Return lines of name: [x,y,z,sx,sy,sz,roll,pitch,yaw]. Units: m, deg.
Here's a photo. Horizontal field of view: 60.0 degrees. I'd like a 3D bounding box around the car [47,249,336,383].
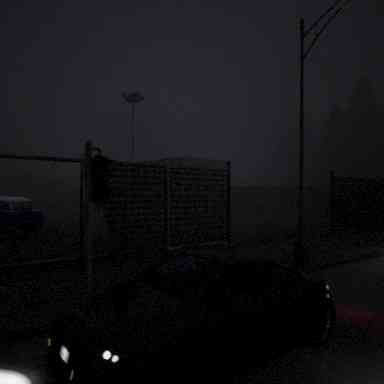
car: [0.218,1.590,4.799,4.181,1.385,1.994,1,0,-37]
